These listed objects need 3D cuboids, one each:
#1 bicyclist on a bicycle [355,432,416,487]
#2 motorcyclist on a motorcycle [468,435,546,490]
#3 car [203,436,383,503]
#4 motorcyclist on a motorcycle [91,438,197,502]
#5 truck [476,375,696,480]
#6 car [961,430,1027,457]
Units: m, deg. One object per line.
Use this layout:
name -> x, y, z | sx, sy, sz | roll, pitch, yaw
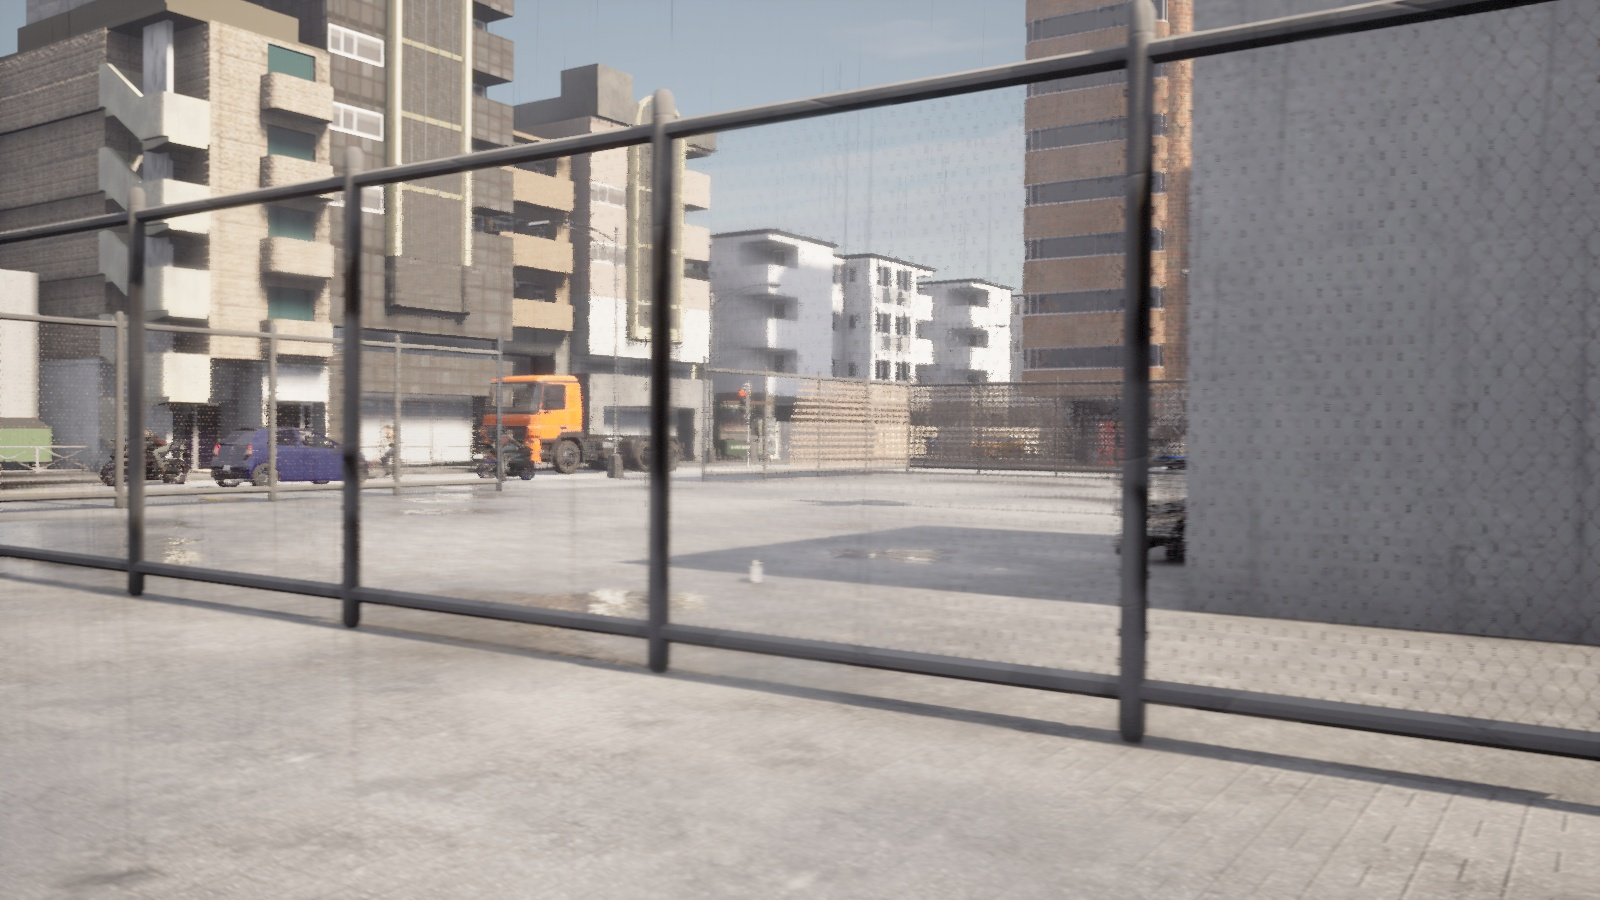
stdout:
bicyclist on a bicycle -> -12.433, 0.266, 37.697 | 0.866, 1.612, 1.509 | 0, 1, 34
motorcyclist on a motorcycle -> -8.475, 0.346, 36.435 | 0.866, 1.530, 2.191 | 0, 1, 34
car -> -12.305, 0.438, 30.665 | 1.845, 1.501, 3.633 | 0, 1, 34
motorcyclist on a motorcycle -> -16.485, 0.484, 31.595 | 0.866, 1.530, 2.191 | 0, 1, 33
truck -> -7.494, -0.799, 45.167 | 2.891, 3.462, 7.936 | 0, 1, 37
car -> 11.436, -0.400, 73.704 | 1.882, 1.535, 5.008 | 0, 1, 33
